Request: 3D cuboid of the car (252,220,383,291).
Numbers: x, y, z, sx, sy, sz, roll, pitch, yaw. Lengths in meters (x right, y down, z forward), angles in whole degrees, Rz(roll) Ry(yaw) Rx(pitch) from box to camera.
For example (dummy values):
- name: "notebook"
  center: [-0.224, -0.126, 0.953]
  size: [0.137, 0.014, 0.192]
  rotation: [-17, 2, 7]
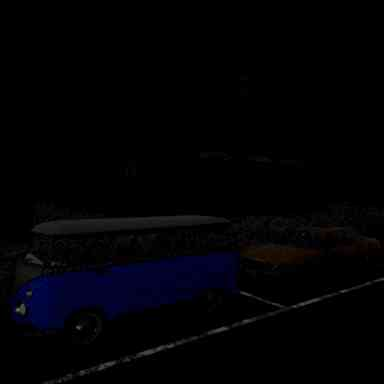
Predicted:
- name: "car"
  center: [3.291, 1.525, 8.976]
  size: [4.829, 1.417, 1.752]
  rotation: [0, 0, -35]

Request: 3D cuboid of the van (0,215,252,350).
- name: "van"
  center: [-1.006, 1.341, 5.928]
  size: [3.998, 1.788, 1.690]
  rotation: [0, 0, -35]
